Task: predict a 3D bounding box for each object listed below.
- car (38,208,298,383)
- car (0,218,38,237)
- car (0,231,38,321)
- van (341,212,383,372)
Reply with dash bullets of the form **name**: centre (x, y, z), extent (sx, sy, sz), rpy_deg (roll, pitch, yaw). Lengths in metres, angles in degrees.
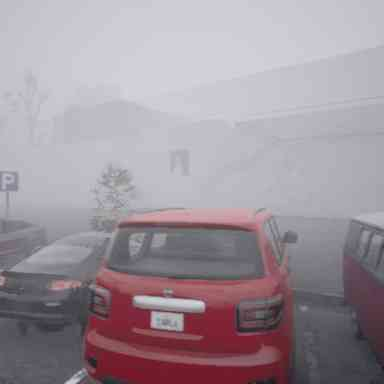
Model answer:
- **car**: centre (0.498, 1.264, 5.478), extent (2.435, 2.045, 5.566), rpy_deg (0, -1, 15)
- **car**: centre (-6.802, 1.608, 10.614), extent (2.163, 1.488, 4.792), rpy_deg (0, -1, 16)
- **car**: centre (-1.938, 1.579, 7.175), extent (2.002, 1.452, 4.674), rpy_deg (0, -1, 15)
- **van**: centre (2.898, 1.259, 3.602), extent (1.878, 1.987, 4.442), rpy_deg (0, -1, 16)
